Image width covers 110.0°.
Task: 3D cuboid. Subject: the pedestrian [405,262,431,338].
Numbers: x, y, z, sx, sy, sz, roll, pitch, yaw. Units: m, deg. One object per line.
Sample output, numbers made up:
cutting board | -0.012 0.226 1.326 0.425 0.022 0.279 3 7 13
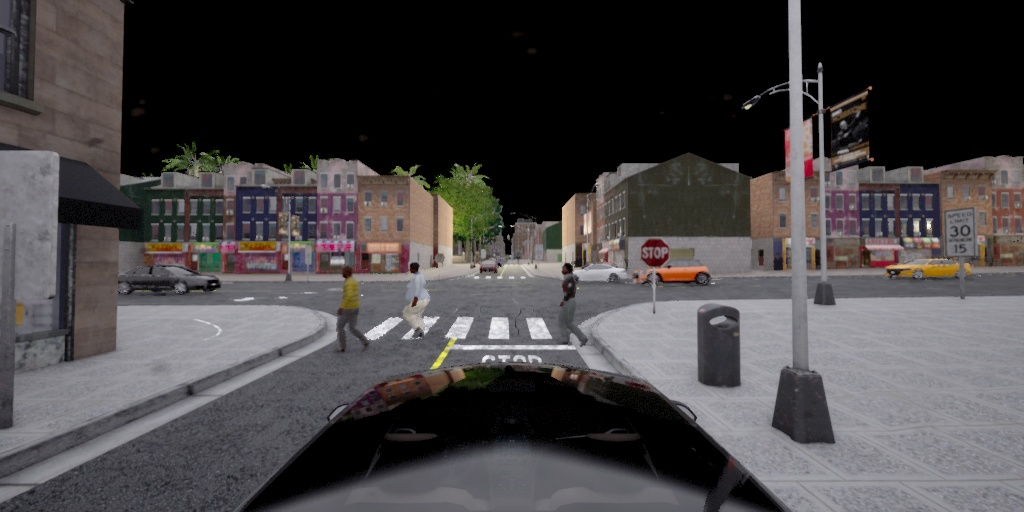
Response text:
pedestrian | -2.240 1.028 8.535 0.375 1.860 0.375 1 -1 0

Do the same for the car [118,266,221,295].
car | -18.478 1.274 19.265 4.892 1.490 1.837 0 -1 -1

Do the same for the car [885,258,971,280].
car | 30.533 0.910 26.437 5.008 1.535 1.882 -1 -1 0

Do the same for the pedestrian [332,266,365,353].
pedestrian | -3.342 1.041 7.336 0.375 1.860 0.375 1 -1 0

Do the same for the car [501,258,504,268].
car | -2.548 1.282 59.184 1.895 1.301 4.718 0 0 1

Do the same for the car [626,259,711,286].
car | 10.088 0.984 22.994 4.553 1.767 2.097 -1 -1 -1

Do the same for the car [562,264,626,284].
car | 6.075 1.286 26.533 4.674 1.442 1.812 -1 -1 8

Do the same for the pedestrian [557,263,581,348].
pedestrian | 1.243 1.041 7.941 0.375 1.860 0.375 1 -1 0

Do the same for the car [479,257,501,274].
car | -2.570 1.185 40.256 1.882 1.535 5.008 0 0 0
